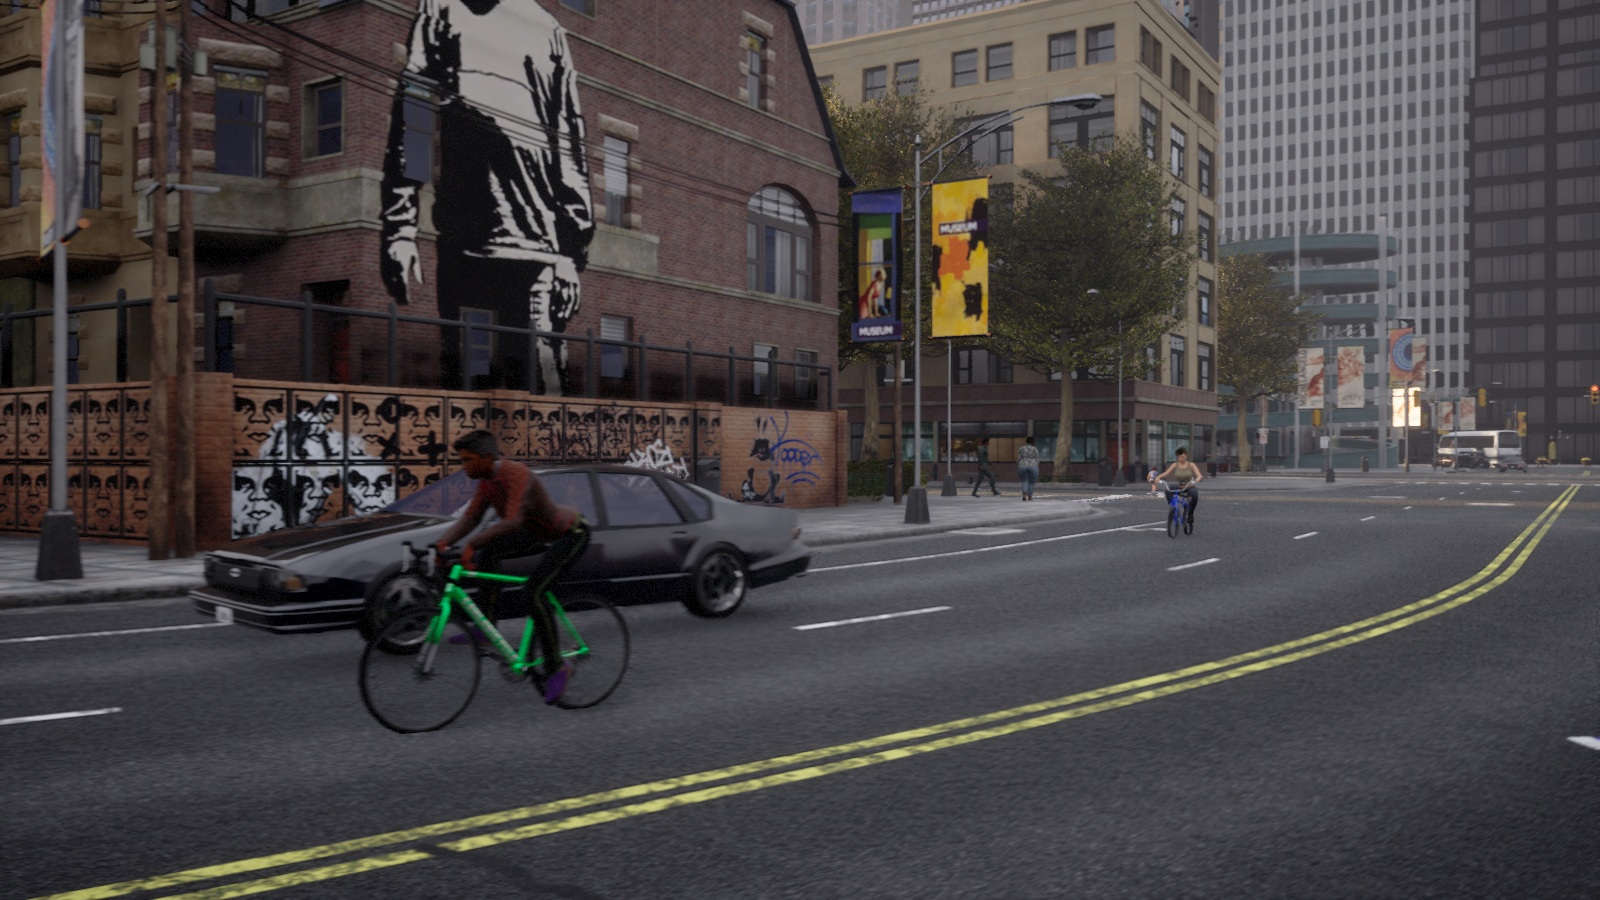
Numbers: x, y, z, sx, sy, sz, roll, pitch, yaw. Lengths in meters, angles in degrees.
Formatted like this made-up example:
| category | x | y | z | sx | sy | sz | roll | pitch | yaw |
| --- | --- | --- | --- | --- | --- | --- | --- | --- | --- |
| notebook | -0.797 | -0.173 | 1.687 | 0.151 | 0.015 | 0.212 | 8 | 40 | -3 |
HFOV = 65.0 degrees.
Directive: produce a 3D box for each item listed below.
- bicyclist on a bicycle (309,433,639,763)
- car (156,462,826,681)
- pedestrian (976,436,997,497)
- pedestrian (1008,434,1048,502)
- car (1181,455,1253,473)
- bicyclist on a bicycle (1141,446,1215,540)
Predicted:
| category | x | y | z | sx | sy | sz | roll | pitch | yaw |
| --- | --- | --- | --- | --- | --- | --- | --- | --- | --- |
| bicyclist on a bicycle | -1.757 | 0.723 | 6.917 | 1.656 | 1.620 | 0.582 | 0 | 0 | -40 |
| car | -2.394 | 0.831 | 10.926 | 5.357 | 1.411 | 2.033 | 0 | 0 | -44 |
| pedestrian | 5.625 | 0.502 | 37.872 | 0.614 | 1.847 | 0.353 | 0 | 0 | 12 |
| pedestrian | 6.354 | 0.491 | 35.008 | 0.874 | 1.855 | 0.900 | 0 | 0 | 27 |
| car | 30.619 | 1.046 | 92.332 | 4.718 | 1.301 | 1.895 | 0 | 0 | 32 |
| bicyclist on a bicycle | 6.740 | 0.732 | 22.356 | 0.866 | 1.612 | 1.509 | 0 | 0 | 33 |
